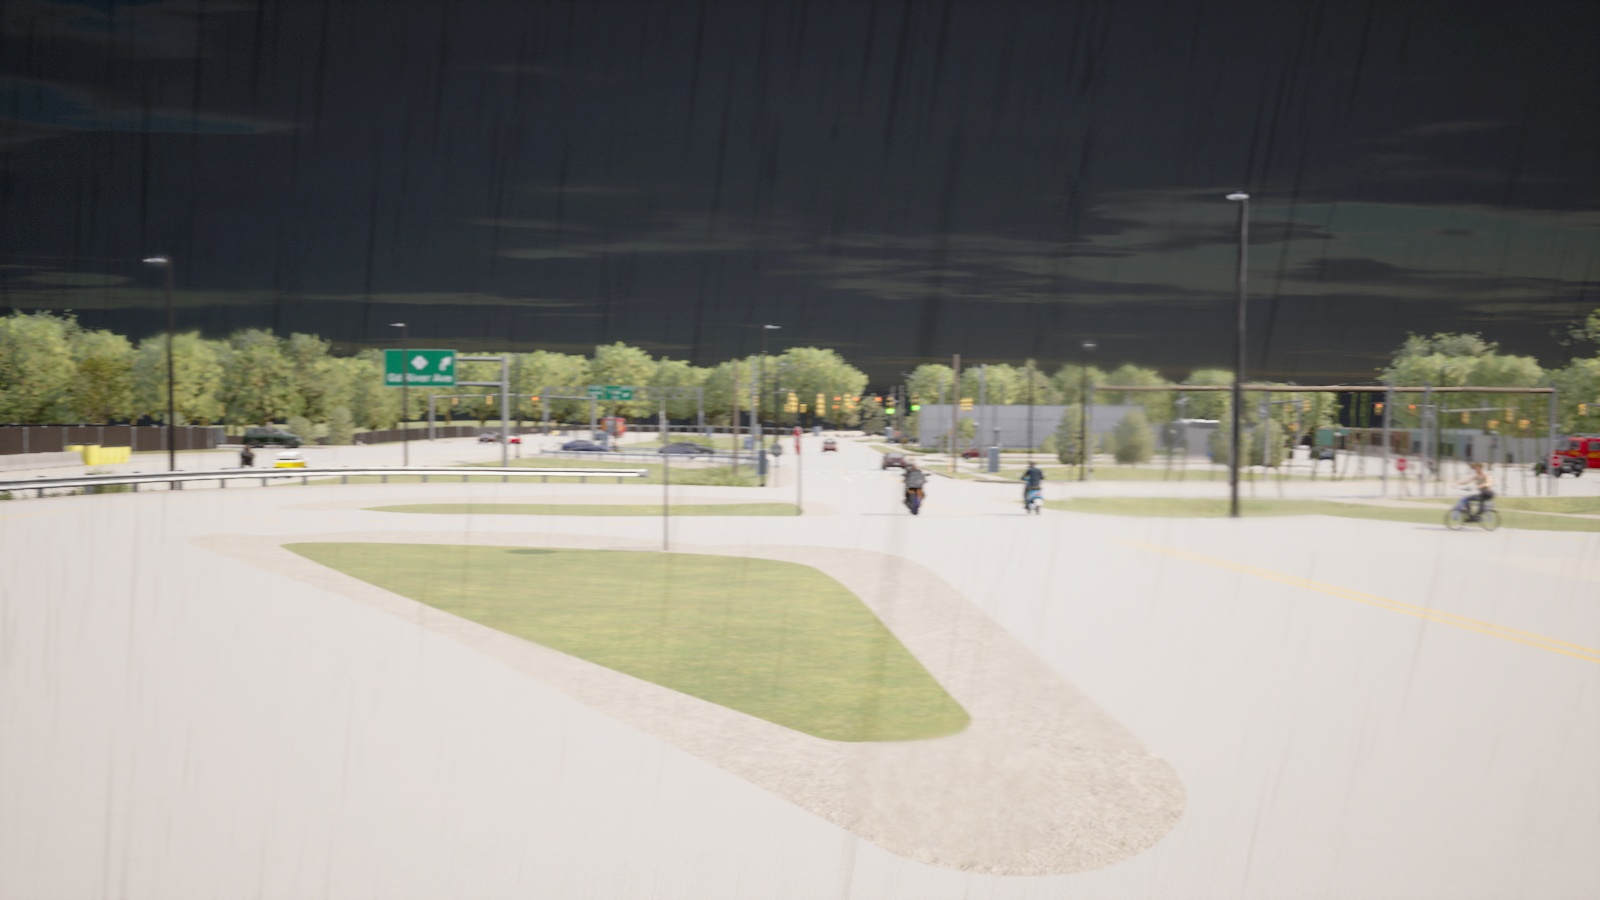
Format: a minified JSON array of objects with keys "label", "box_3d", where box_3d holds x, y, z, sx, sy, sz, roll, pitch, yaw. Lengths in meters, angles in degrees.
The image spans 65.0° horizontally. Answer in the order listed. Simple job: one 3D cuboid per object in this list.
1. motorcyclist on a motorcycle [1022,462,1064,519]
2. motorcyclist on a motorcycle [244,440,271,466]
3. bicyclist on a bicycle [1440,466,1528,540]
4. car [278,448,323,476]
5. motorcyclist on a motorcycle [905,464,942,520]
[{"label":"motorcyclist on a motorcycle","box_3d":[7.040,1.165,36.500,0.866,1.590,1.817,1,-2,0]},{"label":"motorcyclist on a motorcycle","box_3d":[-33.248,0.157,76.997,0.797,1.523,2.044,1,1,0]},{"label":"bicyclist on a bicycle","box_3d":[15.799,1.221,29.019,1.509,1.612,0.866,2,1,-13]},{"label":"car","box_3d":[-26.214,0.599,65.903,1.481,1.376,2.207,1,2,0]},{"label":"motorcyclist on a motorcycle","box_3d":[3.513,1.187,35.926,0.866,1.530,2.191,1,-2,1]}]
